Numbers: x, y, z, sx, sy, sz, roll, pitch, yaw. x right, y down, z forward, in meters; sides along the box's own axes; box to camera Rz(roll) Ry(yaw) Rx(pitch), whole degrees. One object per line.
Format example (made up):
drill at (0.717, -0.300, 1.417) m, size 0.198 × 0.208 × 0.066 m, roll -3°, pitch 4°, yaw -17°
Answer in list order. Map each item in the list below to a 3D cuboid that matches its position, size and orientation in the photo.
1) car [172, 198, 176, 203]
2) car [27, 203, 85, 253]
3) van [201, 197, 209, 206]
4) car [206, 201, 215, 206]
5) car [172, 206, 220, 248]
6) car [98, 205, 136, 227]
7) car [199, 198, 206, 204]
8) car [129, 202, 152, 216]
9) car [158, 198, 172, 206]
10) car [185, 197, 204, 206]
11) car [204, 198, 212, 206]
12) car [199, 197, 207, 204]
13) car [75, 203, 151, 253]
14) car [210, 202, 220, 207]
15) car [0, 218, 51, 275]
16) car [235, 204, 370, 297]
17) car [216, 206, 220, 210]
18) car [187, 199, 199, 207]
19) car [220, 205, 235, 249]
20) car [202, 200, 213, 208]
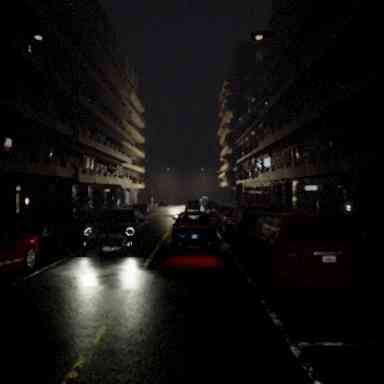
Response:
car at (-5.622, 2.306, 93.539) m, size 1.752 × 1.417 × 4.829 m, roll -1°, pitch 0°, yaw 0°
car at (-5.694, 1.447, 14.405) m, size 2.192 × 1.841 × 5.009 m, roll -1°, pitch -1°, yaw 0°
van at (2.735, 1.952, 71.101) m, size 1.690 × 1.788 × 3.998 m, roll -1°, pitch 0°, yaw 0°
car at (2.677, 1.847, 31.449) m, size 1.947 × 1.339 × 4.313 m, roll -1°, pitch 0°, yaw 0°
car at (0.076, 1.620, 15.570) m, size 1.882 × 1.535 × 5.008 m, roll 0°, pitch 0°, yaw -1°
car at (-5.681, 1.776, 25.732) m, size 1.887 × 1.381 × 4.507 m, roll -1°, pitch -1°, yaw 0°
car at (2.754, 2.322, 88.093) m, size 1.802 × 1.307 × 4.206 m, roll -1°, pitch 0°, yaw 0°
car at (-5.670, 1.894, 37.063) m, size 1.947 × 1.339 × 4.313 m, roll -1°, pitch 0°, yaw 0°
car at (-5.646, 2.116, 65.386) m, size 2.008 × 1.369 × 4.403 m, roll -1°, pitch 0°, yaw 0°
car at (0.139, 1.756, 46.079) m, size 2.097 × 1.767 × 4.553 m, roll 0°, pitch -1°, yaw 0°
car at (2.721, 1.991, 48.441) m, size 1.947 × 1.339 × 4.313 m, roll -1°, pitch 0°, yaw 0°
car at (2.747, 2.138, 82.430) m, size 1.967 × 1.590 × 4.097 m, roll -1°, pitch 0°, yaw 0°
car at (-3.088, 1.482, 14.256) m, size 2.097 × 1.767 × 4.553 m, roll 0°, pitch -1°, yaw 0°
car at (2.667, 1.777, 25.785) m, size 1.887 × 1.381 × 4.507 m, roll -1°, pitch 0°, yaw 0°
car at (-5.695, 1.626, 8.740) m, size 1.887 × 1.381 × 4.507 m, roll -1°, pitch -1°, yaw 0°
car at (2.648, 1.397, 8.793) m, size 2.192 × 1.841 × 5.009 m, roll -1°, pitch -1°, yaw 0°
car at (2.662, 1.749, 20.120) m, size 1.947 × 1.339 × 4.313 m, roll -1°, pitch -1°, yaw 0°
car at (0.154, 2.044, 63.937) m, size 2.128 × 1.511 × 4.902 m, roll 0°, pitch -1°, yaw 0°
car at (2.653, 1.448, 14.459) m, size 2.192 × 1.841 × 5.009 m, roll -1°, pitch -1°, yaw 0°
car at (2.729, 2.102, 59.770) m, size 1.802 × 1.307 × 4.206 m, roll -1°, pitch 0°, yaw 0°
